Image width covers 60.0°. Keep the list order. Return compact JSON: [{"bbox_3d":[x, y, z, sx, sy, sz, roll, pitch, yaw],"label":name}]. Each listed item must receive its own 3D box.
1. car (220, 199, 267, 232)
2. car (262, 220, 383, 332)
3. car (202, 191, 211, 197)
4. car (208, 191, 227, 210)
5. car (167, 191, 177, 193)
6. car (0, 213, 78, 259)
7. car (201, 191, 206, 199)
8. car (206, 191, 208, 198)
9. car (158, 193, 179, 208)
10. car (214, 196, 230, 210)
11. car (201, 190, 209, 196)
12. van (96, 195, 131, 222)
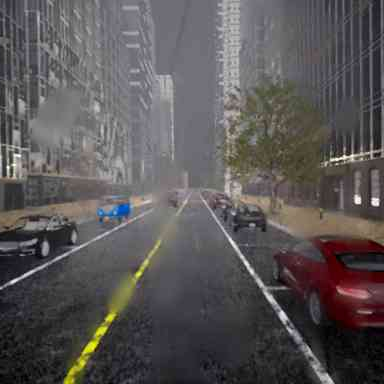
[{"bbox_3d":[2.854,1.286,17.788,2.008,1.369,4.403,-1,1,1],"label":"car"},{"bbox_3d":[2.756,1.461,6.405,1.802,1.307,4.206,-1,1,1],"label":"car"},{"bbox_3d":[3.392,0.421,80.397,1.947,1.339,4.313,-1,1,1],"label":"car"},{"bbox_3d":[2.999,0.945,34.862,1.967,1.590,4.097,-1,1,1],"label":"car"},{"bbox_3d":[-5.037,0.610,74.785,1.887,1.381,4.507,-1,1,1],"label":"car"},{"bbox_3d":[-5.575,1.484,12.174,2.008,1.369,4.403,-1,1,1],"label":"car"},{"bbox_3d":[3.245,0.651,63.322,1.887,1.381,4.507,-1,1,1],"label":"car"},{"bbox_3d":[3.048,0.867,40.554,1.967,1.590,4.097,-1,1,1],"label":"car"},{"bbox_3d":[-2.663,1.110,38.089,1.994,1.385,4.181,-1,1,1],"label":"car"},{"bbox_3d":[2.903,1.211,23.480,2.008,1.369,4.403,-1,1,1],"label":"car"},{"bbox_3d":[3.489,0.250,91.780,1.947,1.339,4.313,-1,1,1],"label":"car"},{"bbox_3d":[-5.480,1.127,23.555,1.690,1.788,3.998,-1,1,1],"label":"van"}]
